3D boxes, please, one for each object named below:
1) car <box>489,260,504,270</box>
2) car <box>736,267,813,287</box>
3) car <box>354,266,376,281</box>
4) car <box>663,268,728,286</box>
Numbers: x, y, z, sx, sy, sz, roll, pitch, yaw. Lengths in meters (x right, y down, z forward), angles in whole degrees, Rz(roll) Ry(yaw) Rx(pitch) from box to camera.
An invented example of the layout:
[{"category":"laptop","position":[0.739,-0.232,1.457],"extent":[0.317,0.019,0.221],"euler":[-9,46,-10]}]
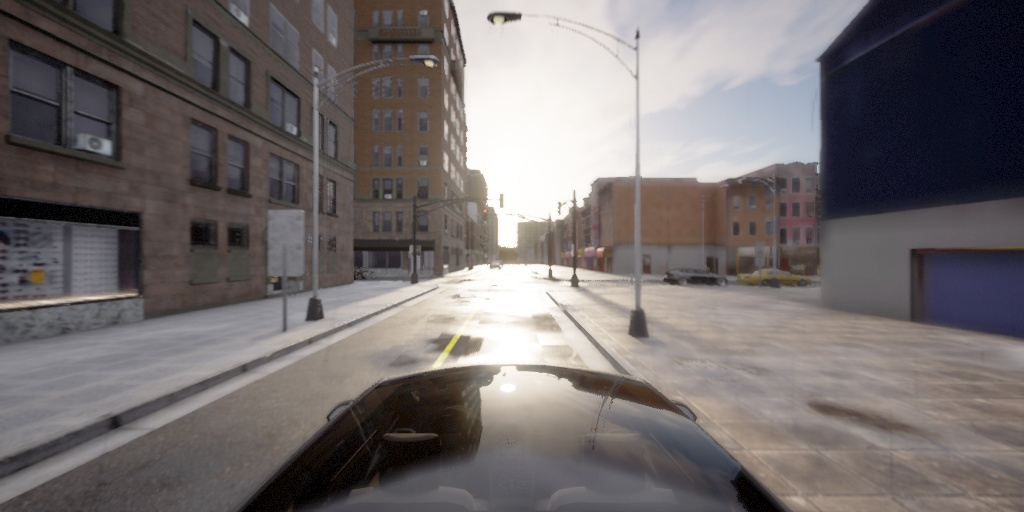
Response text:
[{"category":"car","position":[-2.779,1.555,61.064],"extent":[1.812,1.442,4.674],"euler":[0,-1,1]},{"category":"car","position":[19.010,1.512,26.001],"extent":[4.829,1.417,1.751],"euler":[0,0,0]},{"category":"car","position":[-13.293,1.332,28.570],"extent":[4.674,1.442,1.812],"euler":[1,0,0]},{"category":"car","position":[13.218,1.509,25.989],"extent":[4.313,1.339,1.948],"euler":[0,0,0]}]
